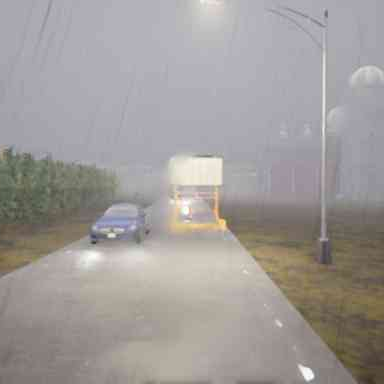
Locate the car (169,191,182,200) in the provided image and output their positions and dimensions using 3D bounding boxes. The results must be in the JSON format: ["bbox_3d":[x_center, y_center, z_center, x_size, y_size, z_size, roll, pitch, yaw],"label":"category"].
[{"bbox_3d":[-2.792,0.522,57.085,2.128,1.511,4.902,0,1,1],"label":"car"}]

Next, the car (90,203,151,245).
[{"bbox_3d":[-2.837,1.232,14.050,1.812,1.442,4.674,0,1,0],"label":"car"}]

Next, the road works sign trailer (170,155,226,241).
[{"bbox_3d":[0.192,0.155,14.911,2.380,3.560,2.880,0,1,-4],"label":"road works sign trailer"}]
